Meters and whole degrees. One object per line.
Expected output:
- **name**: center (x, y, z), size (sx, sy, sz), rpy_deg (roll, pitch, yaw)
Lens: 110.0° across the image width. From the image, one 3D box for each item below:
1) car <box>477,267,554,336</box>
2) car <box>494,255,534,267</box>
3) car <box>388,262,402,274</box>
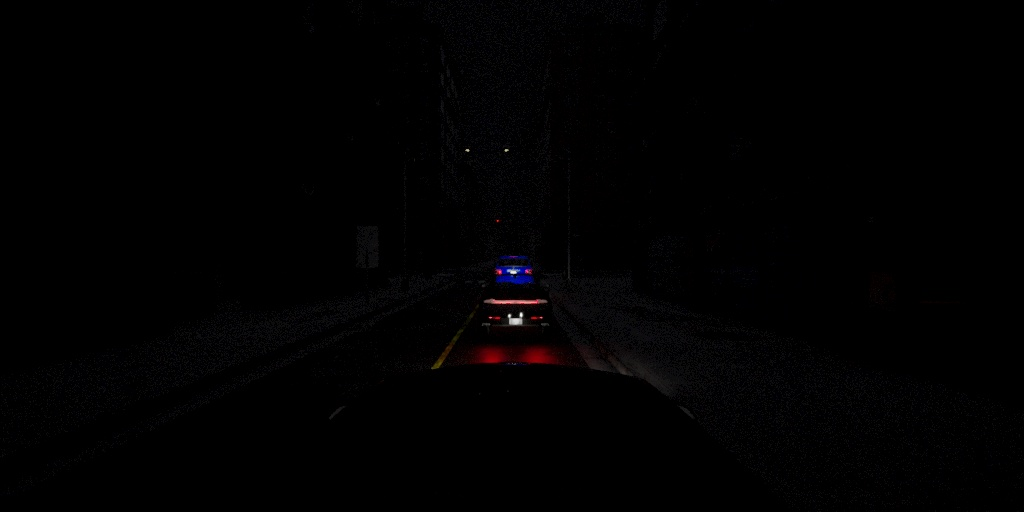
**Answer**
- **car**: center (0.098, 1.239, 10.381), size (2.128, 1.511, 4.902), rpy_deg (0, 0, 0)
- **car**: center (0.102, 0.967, 20.693), size (2.150, 2.045, 5.566), rpy_deg (0, 0, 1)
- **car**: center (-14.661, 1.280, 40.352), size (4.313, 1.339, 1.948), rpy_deg (0, 0, 0)
